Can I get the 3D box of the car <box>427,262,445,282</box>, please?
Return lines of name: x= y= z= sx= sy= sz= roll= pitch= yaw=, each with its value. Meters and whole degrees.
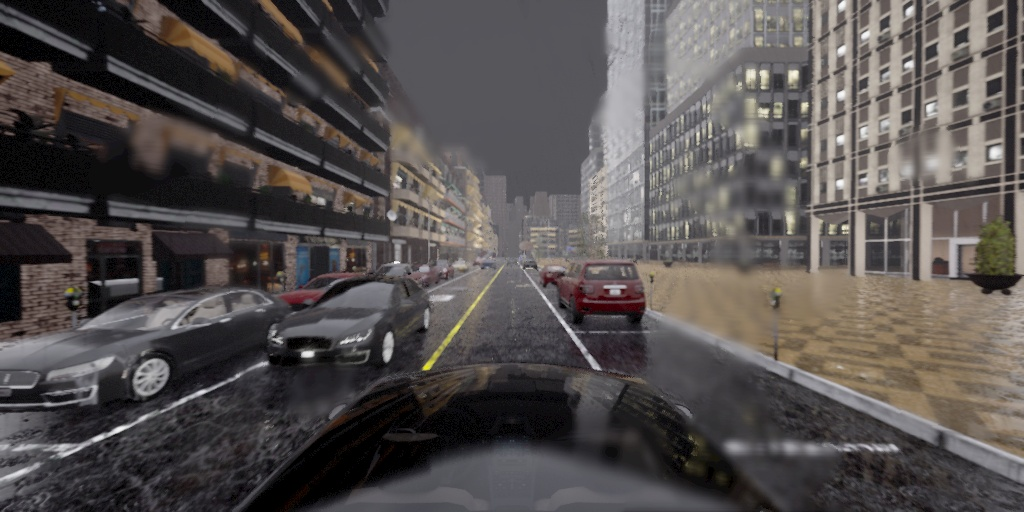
car: x=-5.693 y=1.226 z=22.779 sx=1.802 sy=1.307 sz=4.207 roll=0 pitch=0 yaw=0

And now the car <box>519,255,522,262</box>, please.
car: x=2.684 y=0.914 z=61.463 sx=1.967 sy=1.591 sz=4.097 roll=0 pitch=0 yaw=0

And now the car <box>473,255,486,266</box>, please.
car: x=-5.696 y=1.020 z=61.464 sx=1.888 sy=1.381 sz=4.507 roll=0 pitch=0 yaw=0

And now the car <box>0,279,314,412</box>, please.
car: x=-5.692 y=1.277 z=6.199 sx=2.007 sy=1.370 sz=4.403 roll=0 pitch=0 yaw=0

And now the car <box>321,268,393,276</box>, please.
car: x=-5.692 y=1.244 z=11.724 sx=1.888 sy=1.381 sz=4.507 roll=0 pitch=0 yaw=0

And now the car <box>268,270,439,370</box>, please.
car: x=-3.091 y=1.223 z=7.866 sx=1.837 sy=1.490 sz=4.892 roll=0 pitch=0 yaw=0

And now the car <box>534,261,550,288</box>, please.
car: x=2.687 y=1.189 z=22.779 sx=1.888 sy=1.381 sz=4.507 roll=0 pitch=0 yaw=0

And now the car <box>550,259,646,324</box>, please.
car: x=2.688 y=1.013 z=11.725 sx=2.192 sy=1.841 sz=5.009 roll=0 pitch=0 yaw=0

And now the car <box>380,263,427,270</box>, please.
car: x=-5.693 y=1.112 z=17.252 sx=1.967 sy=1.591 sz=4.097 roll=0 pitch=0 yaw=0

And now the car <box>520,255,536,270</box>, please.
car: x=2.351 y=1.033 z=47.878 sx=1.837 sy=1.490 sz=4.892 roll=0 pitch=0 yaw=0

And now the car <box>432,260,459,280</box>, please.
car: x=-5.694 y=1.057 z=28.305 sx=1.967 sy=1.591 sz=4.097 roll=0 pitch=0 yaw=0

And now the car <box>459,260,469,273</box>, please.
car: x=-5.694 y=1.092 z=39.188 sx=1.751 sy=1.417 sz=4.829 roll=0 pitch=0 yaw=0

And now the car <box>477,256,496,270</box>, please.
car: x=-3.085 y=1.077 z=47.812 sx=2.033 sy=1.411 sz=5.357 roll=0 pitch=0 yaw=0
